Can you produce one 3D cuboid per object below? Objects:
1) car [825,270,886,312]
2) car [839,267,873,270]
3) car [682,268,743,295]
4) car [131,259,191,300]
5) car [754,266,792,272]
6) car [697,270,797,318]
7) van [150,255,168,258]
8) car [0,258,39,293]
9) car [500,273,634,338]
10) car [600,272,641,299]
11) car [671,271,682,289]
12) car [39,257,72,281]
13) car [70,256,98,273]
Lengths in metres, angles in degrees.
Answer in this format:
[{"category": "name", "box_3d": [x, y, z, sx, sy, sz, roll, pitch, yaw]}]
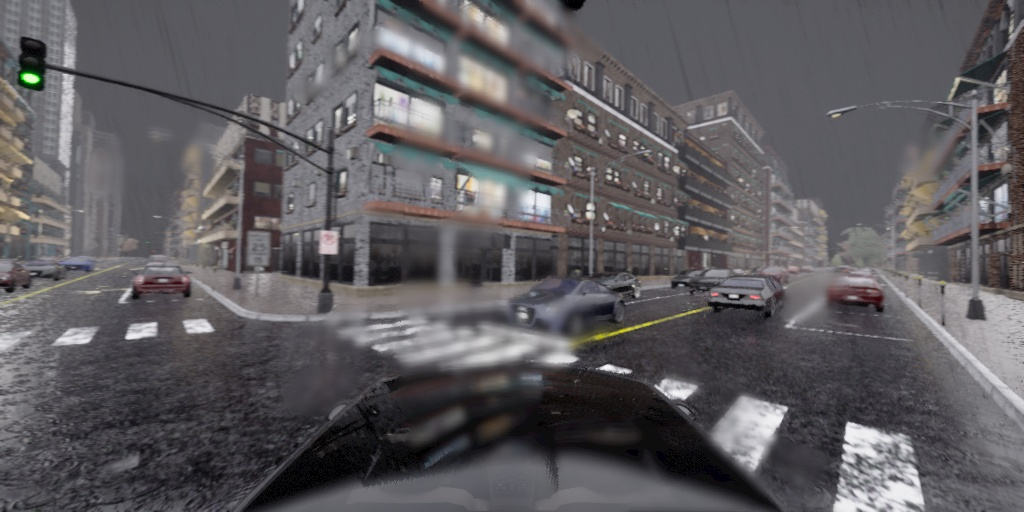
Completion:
[{"category": "car", "box_3d": [14.811, 1.520, 15.513, 1.888, 1.381, 4.507, 0, 0, 45]}, {"category": "car", "box_3d": [26.748, 1.785, 27.589, 1.888, 1.381, 4.507, 0, 0, 45]}, {"category": "car", "box_3d": [12.052, 1.481, 21.049, 5.008, 1.535, 1.882, 1, -1, -45]}, {"category": "car", "box_3d": [-16.467, 1.079, 16.861, 1.967, 1.591, 4.097, 0, 0, -45]}, {"category": "car", "box_3d": [23.821, 1.740, 32.797, 5.008, 1.535, 1.882, 2, -1, -45]}, {"category": "car", "box_3d": [9.234, 1.442, 13.838, 2.033, 1.411, 5.357, 0, -1, 45]}, {"category": "van", "box_3d": [-39.864, 0.851, 40.423, 1.690, 1.789, 3.998, 0, 0, -45]}, {"category": "car", "box_3d": [-24.963, 0.957, 17.238, 1.812, 1.442, 4.674, 3, -2, -44]}, {"category": "car", "box_3d": [1.609, 1.335, 10.338, 1.994, 1.385, 4.181, 0, -1, 42]}, {"category": "car", "box_3d": [4.762, 1.450, 17.594, 1.948, 1.339, 4.313, 0, 0, 45]}, {"category": "car", "box_3d": [12.849, 1.626, 25.523, 1.948, 1.339, 4.313, 0, 0, 45]}, {"category": "car", "box_3d": [-31.984, 0.956, 24.316, 1.994, 1.385, 4.181, 3, -2, -45]}, {"category": "car", "box_3d": [-42.824, 0.819, 35.365, 1.882, 1.535, 5.008, 3, -2, -45]}]
